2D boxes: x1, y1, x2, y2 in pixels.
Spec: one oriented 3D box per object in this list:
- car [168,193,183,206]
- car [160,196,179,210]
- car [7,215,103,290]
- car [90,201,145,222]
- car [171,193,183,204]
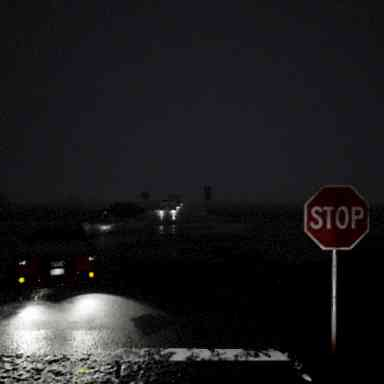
[{"bbox_3d":[-3.036,1.273,54.840,2.150,2.045,5.566,0,0,0],"label":"car"},{"bbox_3d":[-3.013,1.562,42.890,1.812,1.442,4.674,0,0,0],"label":"car"},{"bbox_3d":[-3.645,1.567,9.187,1.994,1.385,4.181,0,0,-20],"label":"car"},{"bbox_3d":[-5.760,1.456,26.137,1.882,1.535,5.008,1,-1,31],"label":"car"},{"bbox_3d":[-3.067,1.298,68.556,2.150,2.045,5.566,0,0,0],"label":"car"}]
